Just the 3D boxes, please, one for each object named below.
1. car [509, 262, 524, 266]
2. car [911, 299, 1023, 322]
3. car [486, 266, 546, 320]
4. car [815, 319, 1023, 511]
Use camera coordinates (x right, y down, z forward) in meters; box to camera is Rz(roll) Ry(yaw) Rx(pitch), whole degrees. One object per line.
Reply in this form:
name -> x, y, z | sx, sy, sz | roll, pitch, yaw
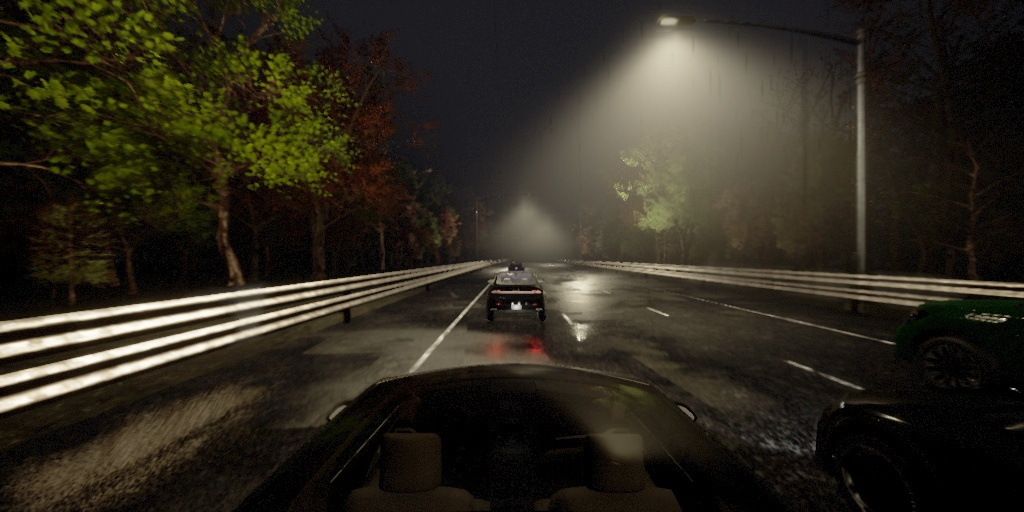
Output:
car -> 0.538, 1.408, 43.651 | 1.994, 1.385, 4.181 | 0, 0, 1
car -> 7.105, 0.978, 3.193 | 2.150, 2.045, 5.566 | 0, 0, 0
car -> 0.141, 1.268, 12.809 | 2.128, 1.511, 4.902 | 0, 0, 0
car -> 3.607, 1.314, 1.342 | 1.994, 1.385, 4.181 | 0, 0, 0
